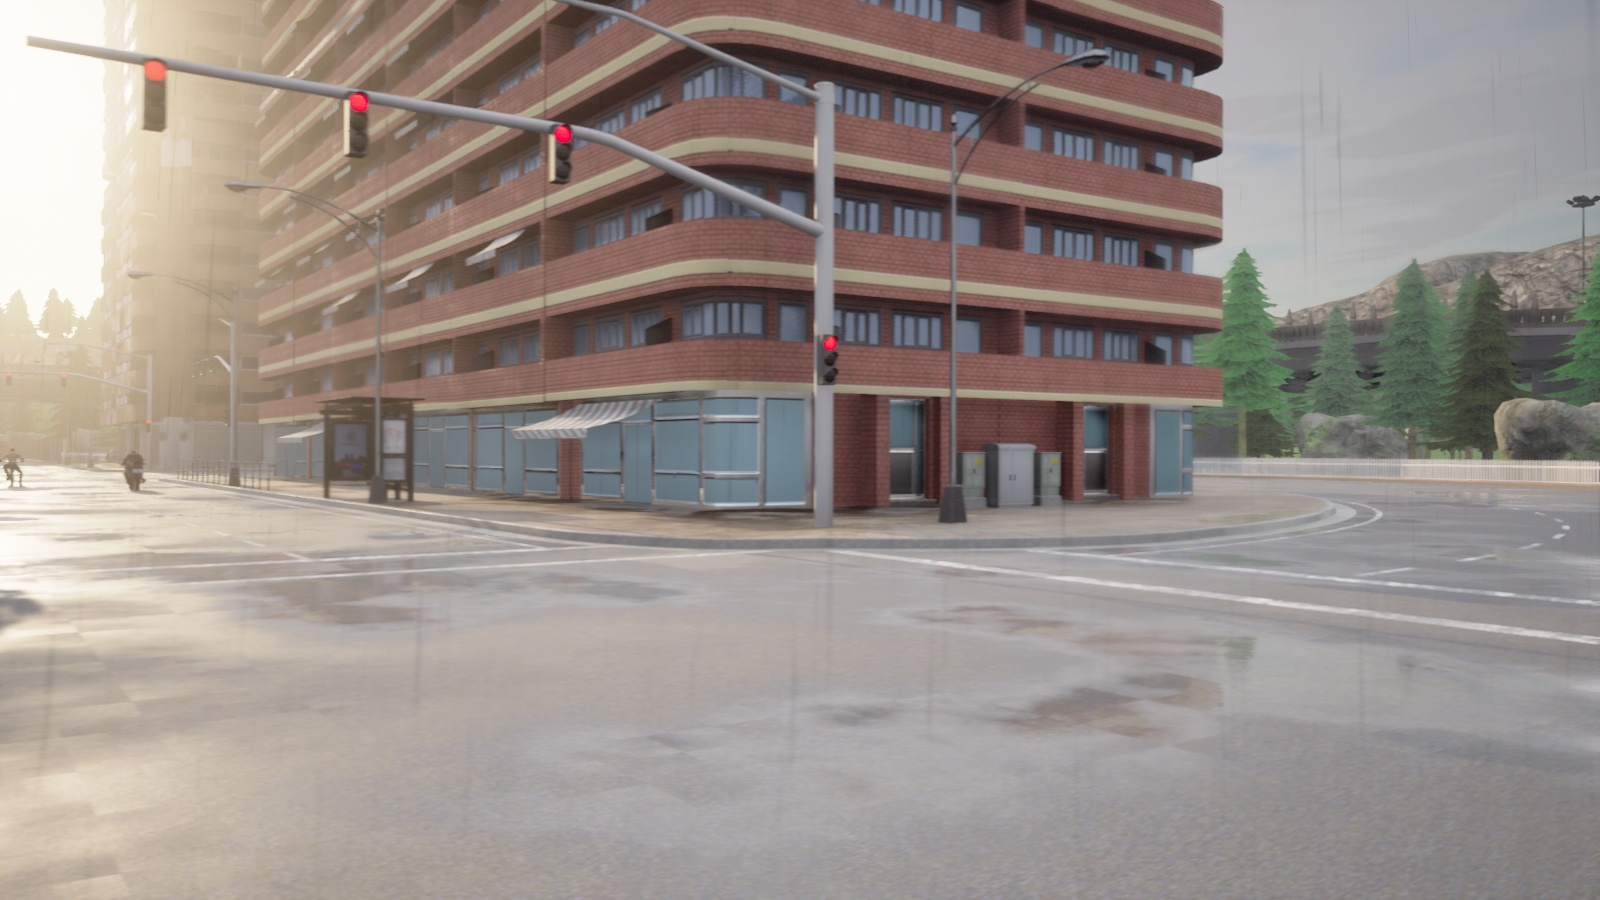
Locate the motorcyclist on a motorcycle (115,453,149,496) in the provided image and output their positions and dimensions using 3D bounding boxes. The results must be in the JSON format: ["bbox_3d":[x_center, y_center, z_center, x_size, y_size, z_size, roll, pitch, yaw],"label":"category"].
[{"bbox_3d":[-24.609,0.874,46.229,0.866,1.530,2.191,0,0,-34],"label":"motorcyclist on a motorcycle"}]
